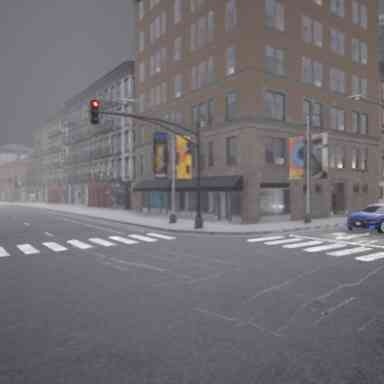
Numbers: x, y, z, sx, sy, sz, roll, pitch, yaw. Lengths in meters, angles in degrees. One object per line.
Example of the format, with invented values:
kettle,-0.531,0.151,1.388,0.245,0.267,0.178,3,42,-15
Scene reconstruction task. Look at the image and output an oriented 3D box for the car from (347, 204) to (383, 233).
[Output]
car,11.078,1.452,19.522,5.008,1.535,1.882,0,0,-35
